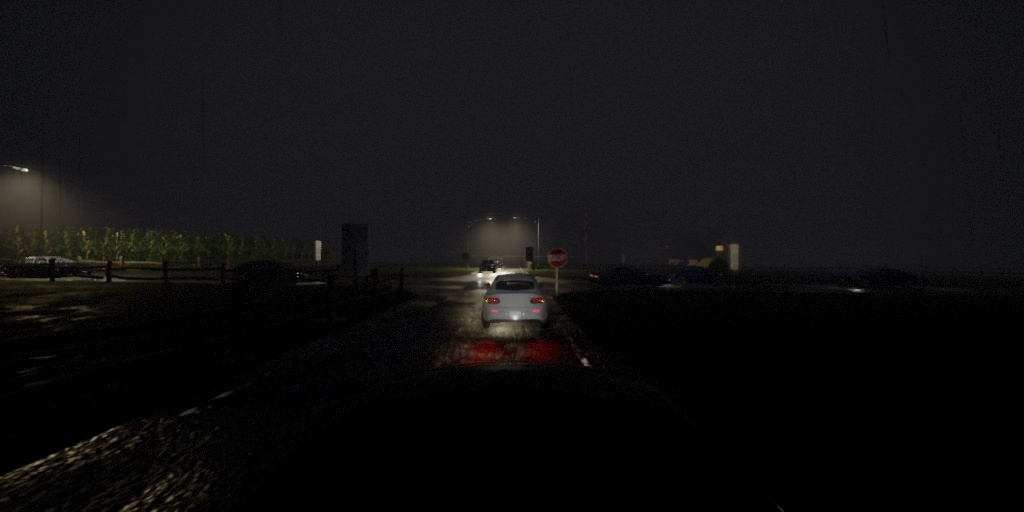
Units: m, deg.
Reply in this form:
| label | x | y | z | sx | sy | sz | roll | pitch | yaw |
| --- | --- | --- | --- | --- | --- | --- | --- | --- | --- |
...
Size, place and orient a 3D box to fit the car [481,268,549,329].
| label | x | y | z | sx | sy | sz | roll | pitch | yaw |
| --- | --- | --- | --- | --- | --- | --- | --- | --- | --- |
| car | 0.092 | 1.269 | 11.158 | 1.812 | 1.442 | 4.674 | 0 | 0 | 0 |

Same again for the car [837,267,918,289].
| label | x | y | z | sx | sy | sz | roll | pitch | yaw |
| --- | --- | --- | --- | --- | --- | --- | --- | --- | --- |
| car | 27.723 | 1.607 | 27.306 | 5.008 | 1.535 | 1.882 | 1 | 1 | 1 |

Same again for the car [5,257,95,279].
| label | x | y | z | sx | sy | sz | roll | pitch | yaw |
| --- | --- | --- | --- | --- | --- | --- | --- | --- | --- |
| car | -32.635 | 0.800 | 25.397 | 4.902 | 1.511 | 2.128 | 1 | 1 | 1 |

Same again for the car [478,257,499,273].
| label | x | y | z | sx | sy | sz | roll | pitch | yaw |
| --- | --- | --- | --- | --- | --- | --- | --- | --- | --- |
| car | -2.835 | 1.227 | 42.502 | 1.837 | 1.490 | 4.892 | 0 | 0 | 0 |

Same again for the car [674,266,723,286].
| label | x | y | z | sx | sy | sz | roll | pitch | yaw |
| --- | --- | --- | --- | --- | --- | --- | --- | --- | --- |
| car | 13.795 | 1.488 | 27.544 | 4.181 | 1.385 | 1.994 | 1 | 1 | 1 |

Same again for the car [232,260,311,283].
| label | x | y | z | sx | sy | sz | roll | pitch | yaw |
| --- | --- | --- | --- | --- | --- | --- | --- | --- | --- |
| car | -16.770 | 1.037 | 25.142 | 4.892 | 1.490 | 1.837 | 1 | 1 | 0 |

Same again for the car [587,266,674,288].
| label | x | y | z | sx | sy | sz | roll | pitch | yaw |
| --- | --- | --- | --- | --- | --- | --- | --- | --- | --- |
| car | 8.002 | 1.428 | 24.920 | 5.357 | 1.411 | 2.033 | 1 | 1 | -7 |

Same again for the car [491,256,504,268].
| label | x | y | z | sx | sy | sz | roll | pitch | yaw |
| --- | --- | --- | --- | --- | --- | --- | --- | --- | --- |
| car | -2.785 | 0.936 | 60.502 | 2.150 | 2.045 | 5.566 | 0 | 0 | 1 |
